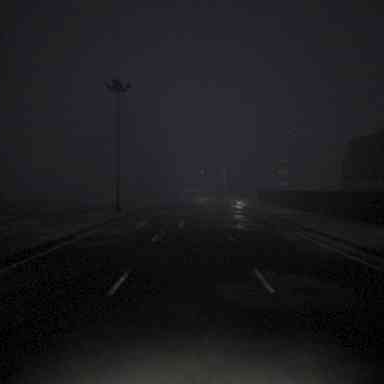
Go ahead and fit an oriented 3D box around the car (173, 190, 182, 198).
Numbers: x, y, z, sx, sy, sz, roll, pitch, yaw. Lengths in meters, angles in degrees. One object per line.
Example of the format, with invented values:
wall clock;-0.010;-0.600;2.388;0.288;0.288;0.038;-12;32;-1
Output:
car;-4.153;0.761;90.280;1.812;1.442;4.674;0;0;-1

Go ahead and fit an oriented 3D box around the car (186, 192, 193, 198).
car;-0.659;0.831;90.642;1.895;1.301;4.718;0;0;-1
